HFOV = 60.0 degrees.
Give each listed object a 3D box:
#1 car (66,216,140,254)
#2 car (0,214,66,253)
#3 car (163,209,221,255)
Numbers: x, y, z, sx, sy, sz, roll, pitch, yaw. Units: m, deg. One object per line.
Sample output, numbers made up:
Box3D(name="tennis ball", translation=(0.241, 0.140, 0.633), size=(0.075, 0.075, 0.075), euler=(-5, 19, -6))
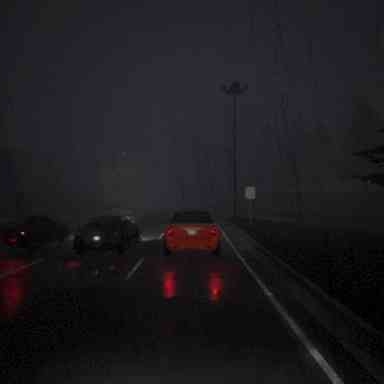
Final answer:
Box3D(name="car", translation=(-3.475, 1.695, 14.231), size=(1.994, 1.385, 4.181), euler=(0, 0, 1))
Box3D(name="car", translation=(-6.973, 1.657, 14.313), size=(1.812, 1.442, 4.674), euler=(0, 0, 1))
Box3D(name="car", translation=(0.020, 1.478, 13.974), size=(2.097, 1.767, 4.553), euler=(0, -1, 1))
